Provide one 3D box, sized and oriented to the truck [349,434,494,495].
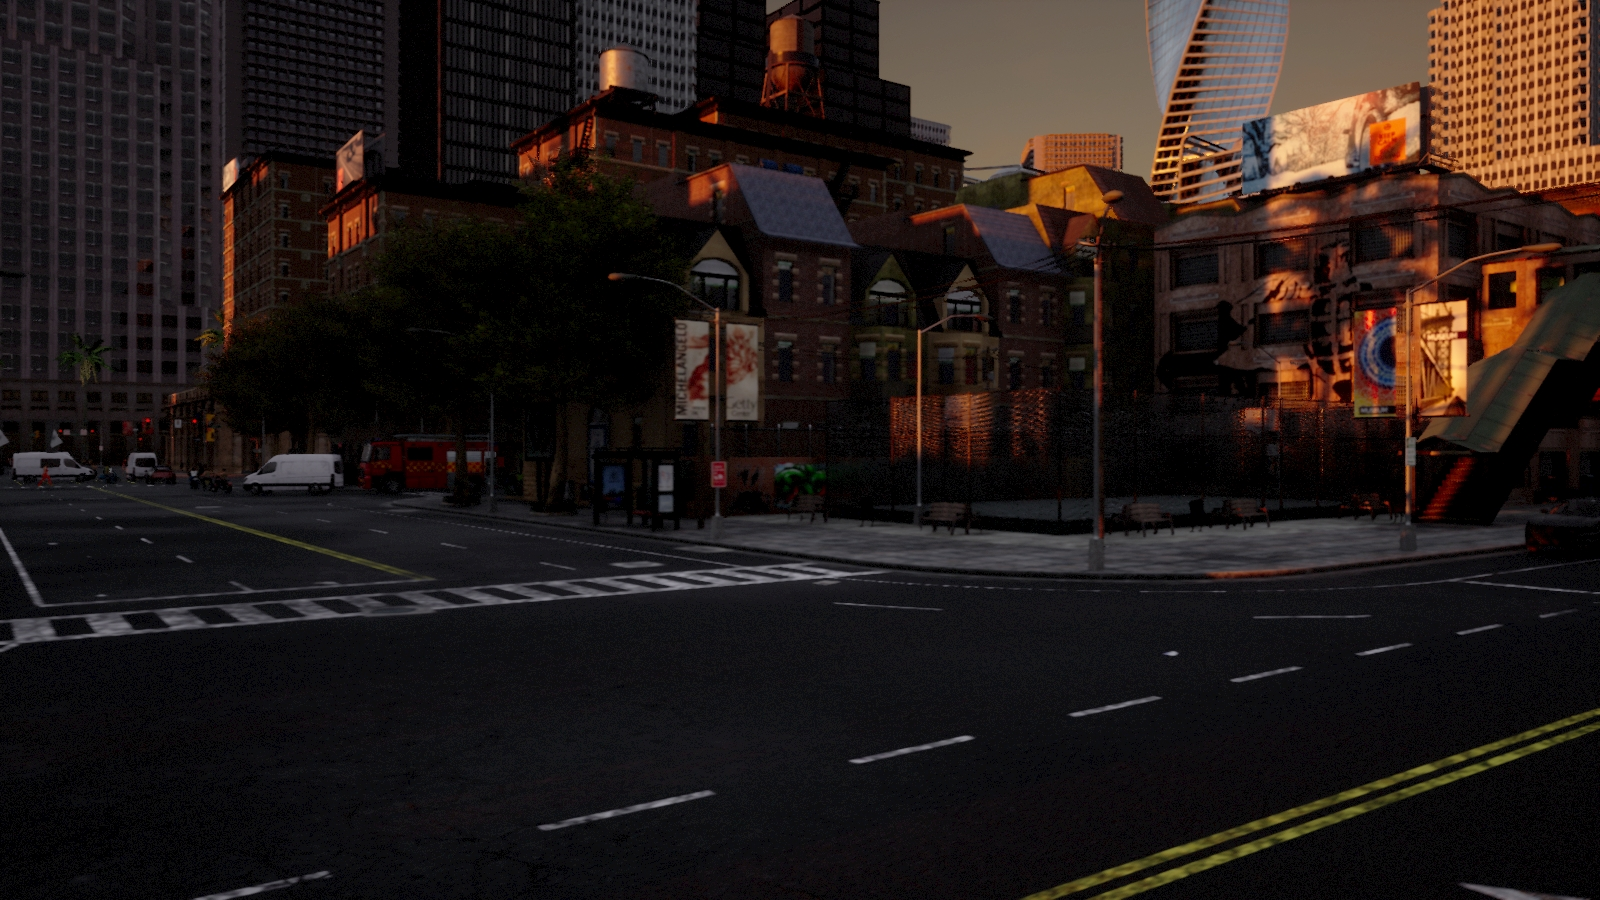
[{"bbox_3d":[-24.491,0.906,74.093,8.468,3.827,2.891,0,0,-30],"label":"truck"}]
